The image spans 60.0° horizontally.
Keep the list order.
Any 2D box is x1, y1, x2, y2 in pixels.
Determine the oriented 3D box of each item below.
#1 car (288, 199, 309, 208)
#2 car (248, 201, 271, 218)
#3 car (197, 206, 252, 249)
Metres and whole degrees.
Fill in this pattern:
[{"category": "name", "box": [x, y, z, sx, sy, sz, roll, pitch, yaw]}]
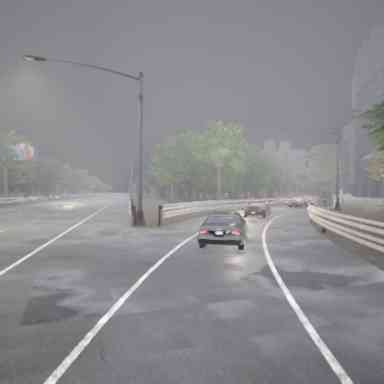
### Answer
[{"category": "car", "box": [15.576, 1.677, 48.332, 1.895, 1.301, 4.718, 0, 0, 33]}, {"category": "car", "box": [5.986, 1.573, 30.236, 1.812, 1.442, 4.674, 0, 0, 21]}, {"category": "car", "box": [1.475, 1.563, 14.751, 2.033, 1.411, 5.357, 0, 0, 11]}]
